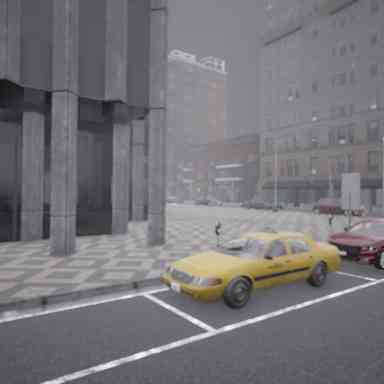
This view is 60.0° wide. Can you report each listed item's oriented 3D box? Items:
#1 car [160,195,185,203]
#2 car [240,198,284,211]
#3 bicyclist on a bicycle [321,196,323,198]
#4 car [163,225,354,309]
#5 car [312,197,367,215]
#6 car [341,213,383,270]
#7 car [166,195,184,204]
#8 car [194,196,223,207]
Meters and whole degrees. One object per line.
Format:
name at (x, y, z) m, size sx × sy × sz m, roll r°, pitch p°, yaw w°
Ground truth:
car at (-3.601, 1.247, 60.077) m, size 2.033 × 1.411 × 5.357 m, roll 1°, pitch 0°, yaw -35°
car at (7.916, 1.426, 38.159) m, size 2.033 × 1.411 × 5.357 m, roll 1°, pitch 0°, yaw -35°
bicyclist on a bicycle at (15.194, 1.303, 38.665) m, size 1.656 × 1.620 × 0.582 m, roll 1°, pitch 0°, yaw -35°
car at (1.641, 1.551, 7.924) m, size 4.829 × 1.417 × 1.752 m, roll 0°, pitch 0°, yaw -35°
car at (13.426, 1.316, 30.342) m, size 2.097 × 1.767 × 4.553 m, roll 1°, pitch 0°, yaw -35°
car at (6.359, 1.595, 11.288) m, size 4.507 × 1.381 × 1.887 m, roll 0°, pitch 0°, yaw -35°
car at (-3.421, 1.224, 54.334) m, size 1.812 × 1.442 × 4.674 m, roll 1°, pitch 0°, yaw -34°
car at (2.245, 1.280, 46.229) m, size 2.128 × 1.511 × 4.902 m, roll 1°, pitch 0°, yaw -35°
